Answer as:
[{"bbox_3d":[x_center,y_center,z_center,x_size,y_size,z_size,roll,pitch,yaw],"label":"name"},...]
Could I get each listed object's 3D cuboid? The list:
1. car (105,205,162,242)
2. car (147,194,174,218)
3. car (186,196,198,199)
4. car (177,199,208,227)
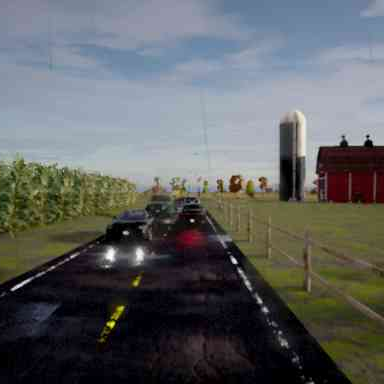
[{"bbox_3d":[-2.815,1.553,16.161,1.994,1.385,4.181,0,0,0],"label":"car"},{"bbox_3d":[-2.813,1.201,30.625,2.150,2.045,5.566,0,1,0],"label":"car"},{"bbox_3d":[0.021,1.337,42.388,2.097,1.767,4.553,0,0,0],"label":"car"},{"bbox_3d":[0.034,1.492,22.706,1.837,1.490,4.892,0,0,0],"label":"car"}]
